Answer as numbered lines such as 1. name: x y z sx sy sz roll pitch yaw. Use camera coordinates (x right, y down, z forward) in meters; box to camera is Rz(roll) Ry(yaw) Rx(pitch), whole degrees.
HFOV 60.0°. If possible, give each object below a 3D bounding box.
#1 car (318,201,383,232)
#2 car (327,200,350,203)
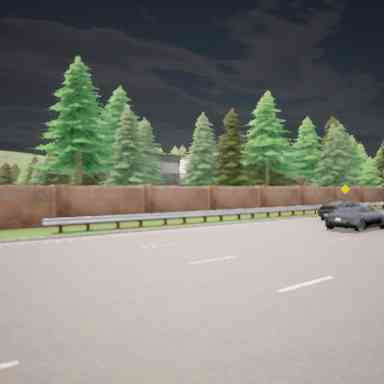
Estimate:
1. car: 9.535 1.442 19.146 4.181 1.385 1.994 0 0 -35
2. car: 11.394 1.352 24.771 4.892 1.490 1.837 0 0 -35
